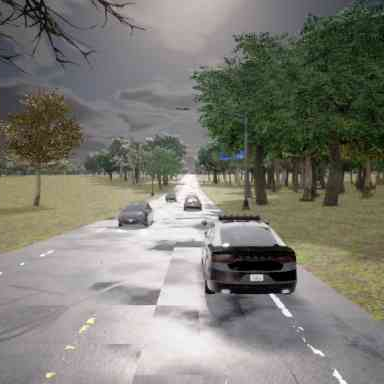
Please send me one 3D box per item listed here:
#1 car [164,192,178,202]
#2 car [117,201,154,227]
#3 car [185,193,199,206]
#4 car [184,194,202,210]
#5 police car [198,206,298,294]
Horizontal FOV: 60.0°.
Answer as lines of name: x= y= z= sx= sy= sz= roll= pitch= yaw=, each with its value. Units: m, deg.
car: x=-3.489 y=0.837 z=55.905 sx=1.837 sy=1.490 sz=4.892 roll=0 pitch=1 yaw=0
car: x=-3.596 y=1.410 z=21.937 sx=1.837 sy=1.490 sz=4.892 roll=0 pitch=0 yaw=0
car: x=0.035 y=0.991 z=46.989 sx=1.882 sy=1.535 sz=5.008 roll=0 pitch=1 yaw=1
car: x=0.078 y=1.266 z=37.031 sx=1.994 sy=1.385 sz=4.181 roll=0 pitch=1 yaw=0
police car: x=1.226 y=1.411 z=8.878 sx=1.930 sy=1.638 sz=5.238 roll=0 pitch=0 yaw=0
